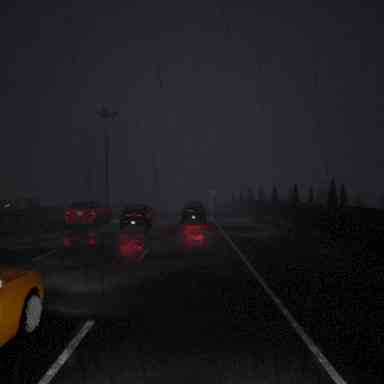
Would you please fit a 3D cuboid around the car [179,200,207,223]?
[{"bbox_3d":[0.113,1.518,25.877,1.837,1.490,4.892,0,0,0],"label":"car"}]

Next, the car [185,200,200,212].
[{"bbox_3d":[0.121,1.796,42.593,1.812,1.442,4.674,0,-3,0],"label":"car"}]

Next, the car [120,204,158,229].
[{"bbox_3d":[-3.389,1.516,21.581,1.837,1.490,4.892,0,0,0],"label":"car"}]

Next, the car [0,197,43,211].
[{"bbox_3d":[-17.484,1.391,34.779,2.097,1.767,4.553,0,-1,0],"label":"car"}]

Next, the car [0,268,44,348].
[{"bbox_3d":[-3.391,1.479,3.552,1.882,1.535,5.008,0,0,0],"label":"car"}]

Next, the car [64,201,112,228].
[{"bbox_3d":[-6.888,1.363,22.565,2.097,1.767,4.553,0,0,0],"label":"car"}]
